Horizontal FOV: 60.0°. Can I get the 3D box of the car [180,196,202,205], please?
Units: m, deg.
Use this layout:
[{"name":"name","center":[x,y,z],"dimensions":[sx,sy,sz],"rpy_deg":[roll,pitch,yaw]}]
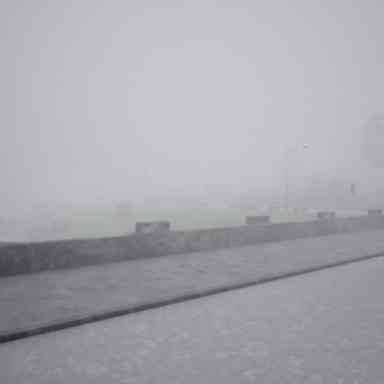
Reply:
[{"name":"car","center":[-0.181,1.511,57.902],"dimensions":[1.882,1.535,5.008],"rpy_deg":[0,0,-35]}]
